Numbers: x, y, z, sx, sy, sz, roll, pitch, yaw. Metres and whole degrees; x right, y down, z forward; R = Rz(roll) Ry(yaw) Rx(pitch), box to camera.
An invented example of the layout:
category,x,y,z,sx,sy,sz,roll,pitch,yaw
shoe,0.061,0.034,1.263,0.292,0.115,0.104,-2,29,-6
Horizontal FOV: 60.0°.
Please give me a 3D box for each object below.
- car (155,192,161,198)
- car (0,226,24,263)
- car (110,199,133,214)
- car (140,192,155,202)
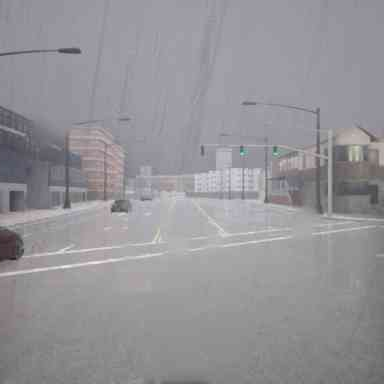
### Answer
category,x,y,z,sx,sy,sz,roll,pitch,yaw
car,-9.273,0.954,87.575,2.150,2.045,5.566,0,-1,-2
car,-6.705,1.599,9.718,1.994,1.385,4.181,0,0,-2
car,-7.573,1.544,36.038,1.837,1.490,4.892,0,1,-2
car,-8.421,1.104,61.761,1.994,1.385,4.181,0,0,-2
